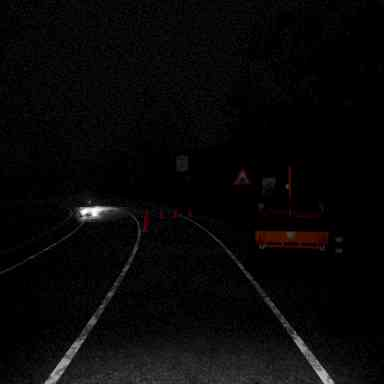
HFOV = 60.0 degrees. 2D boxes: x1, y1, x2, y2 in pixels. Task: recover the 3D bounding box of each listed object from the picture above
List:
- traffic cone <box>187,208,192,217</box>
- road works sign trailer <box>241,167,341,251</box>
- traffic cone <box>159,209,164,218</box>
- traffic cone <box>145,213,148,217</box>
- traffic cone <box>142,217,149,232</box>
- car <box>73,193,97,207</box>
[{"bbox_3d":[-0.152,1.407,22.840,0.340,0.580,0.340,-1,2,-2],"label":"traffic cone"},{"bbox_3d":[2.903,0.638,9.864,2.380,2.880,3.560,-1,2,17],"label":"road works sign trailer"},{"bbox_3d":[-2.074,1.457,22.520,0.340,0.580,0.340,-1,2,-6],"label":"traffic cone"},{"bbox_3d":[-2.565,1.595,18.438,0.340,0.580,0.340,-1,2,-7],"label":"traffic cone"},{"bbox_3d":[-2.315,1.652,16.456,0.340,0.580,0.340,-1,2,-7],"label":"traffic cone"},{"bbox_3d":[-11.988,0.828,36.999,2.128,1.511,4.902,-4,2,-31],"label":"car"}]
